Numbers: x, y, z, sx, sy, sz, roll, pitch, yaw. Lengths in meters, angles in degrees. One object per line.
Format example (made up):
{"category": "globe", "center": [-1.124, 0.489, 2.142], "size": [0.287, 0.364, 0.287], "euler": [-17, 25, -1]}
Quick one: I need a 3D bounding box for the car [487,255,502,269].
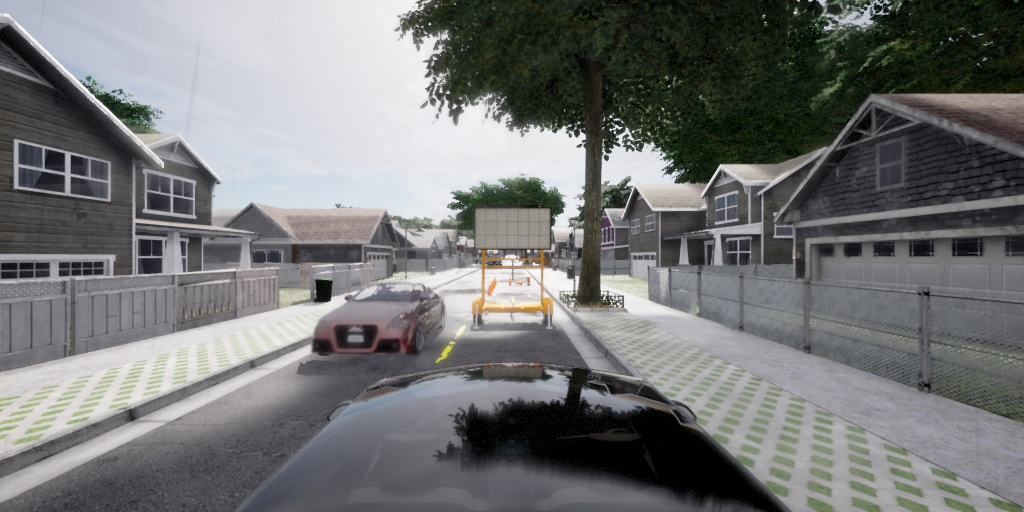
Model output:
{"category": "car", "center": [-2.647, 0.909, 54.838], "size": [2.150, 2.045, 5.566], "euler": [0, 0, 0]}

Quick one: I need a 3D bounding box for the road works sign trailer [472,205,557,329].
{"category": "road works sign trailer", "center": [0.023, 0.212, 11.233], "size": [2.380, 3.560, 2.880], "euler": [0, 0, 0]}

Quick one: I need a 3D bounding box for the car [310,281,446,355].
{"category": "car", "center": [-2.840, 1.313, 8.516], "size": [1.994, 1.385, 4.181], "euler": [0, 0, 0]}
